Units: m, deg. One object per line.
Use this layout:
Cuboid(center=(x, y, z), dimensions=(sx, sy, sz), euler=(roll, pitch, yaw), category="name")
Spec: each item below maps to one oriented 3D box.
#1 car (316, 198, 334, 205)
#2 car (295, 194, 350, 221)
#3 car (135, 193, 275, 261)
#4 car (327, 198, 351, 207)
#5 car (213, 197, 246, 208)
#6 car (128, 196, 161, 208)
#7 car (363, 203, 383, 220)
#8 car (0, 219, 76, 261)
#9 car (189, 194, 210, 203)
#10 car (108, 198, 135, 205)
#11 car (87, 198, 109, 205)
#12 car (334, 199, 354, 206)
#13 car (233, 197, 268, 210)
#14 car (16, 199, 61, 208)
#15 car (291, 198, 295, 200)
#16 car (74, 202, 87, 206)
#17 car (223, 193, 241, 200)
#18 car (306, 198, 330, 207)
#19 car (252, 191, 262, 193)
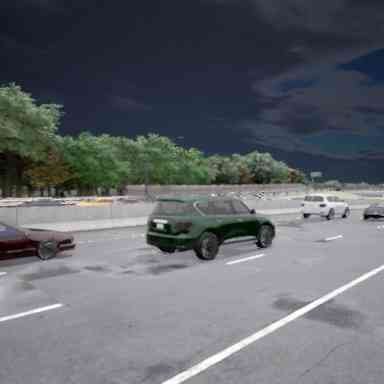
Cuboid(center=(27.776, 2.013, 69.595), dimensions=(1.812, 1.442, 4.674), euler=(0, -1, 45), category="car")
Cuboid(center=(11.156, 1.212, 27.712), dimensions=(2.150, 2.045, 5.566), euler=(0, 0, 45), category="car")
Cuboid(center=(0.889, 1.165, 12.336), dimensions=(2.150, 2.045, 5.566), euler=(0, 0, 45), category="car")
Cuboid(center=(25.284, 1.811, 57.112), dimensions=(2.128, 1.511, 4.902), euler=(0, -1, 45), category="car")
Cuboid(center=(5.359, 1.469, 47.003), dimensions=(2.128, 1.511, 4.902), euler=(0, 0, 45), category="car")
Cuboid(center=(-6.636, 1.311, 47.019), dimensions=(1.837, 1.490, 4.892), euler=(1, 1, 30), category="car")
Cuboid(center=(15.695, 1.597, 27.331), dimensions=(1.994, 1.385, 4.181), euler=(0, 0, 45), category="car")
Cuboid(center=(-6.353, 1.478, 9.987), dimensions=(2.033, 1.411, 5.357), euler=(0, 0, 45), category="car")
Cuboid(center=(1.446, 1.190, 61.651), dimensions=(1.837, 1.490, 4.892), euler=(1, 1, 29), category="car")
Cuboid(center=(-4.023, 1.353, 27.569), dimensions=(1.882, 1.535, 5.008), euler=(0, 0, 45), category="car")
Cuboid(center=(-6.355, 1.404, 30.196), dimensions=(2.033, 1.411, 5.357), euler=(0, 0, 45), category="car")
Cuboid(center=(31.074, 2.075, 67.953), dimensions=(2.033, 1.411, 5.357), euler=(0, -1, 45), category="car")
Cuboid(center=(7.910, 1.490, 44.607), dimensions=(2.128, 1.511, 4.902), euler=(0, 0, 45), category="car")
Cuboid(center=(-15.457, 1.363, 33.752), dimensions=(1.994, 1.385, 4.181), euler=(0, 0, 36), category="car")
Cuboid(center=(19.487, 1.765, 61.201), dimensions=(1.837, 1.490, 4.892), euler=(0, -1, 45), category="car")
Cuboid(center=(-9.045, 1.313, 32.446), dimensions=(1.882, 1.535, 5.008), euler=(0, 0, 45), category="car")
Cuboid(center=(9.114, 0.996, 75.241), dimensions=(2.033, 1.411, 5.357), euler=(1, 1, 30), category="car")
Cuboid(center=(22.527, 1.785, 59.299), dimensions=(2.128, 1.511, 4.902), euler=(0, -1, 45), category="car")
Cuboid(center=(17.176, 0.463, 88.566), dimensions=(2.097, 1.767, 4.553), euler=(1, 2, 32), category="car")
